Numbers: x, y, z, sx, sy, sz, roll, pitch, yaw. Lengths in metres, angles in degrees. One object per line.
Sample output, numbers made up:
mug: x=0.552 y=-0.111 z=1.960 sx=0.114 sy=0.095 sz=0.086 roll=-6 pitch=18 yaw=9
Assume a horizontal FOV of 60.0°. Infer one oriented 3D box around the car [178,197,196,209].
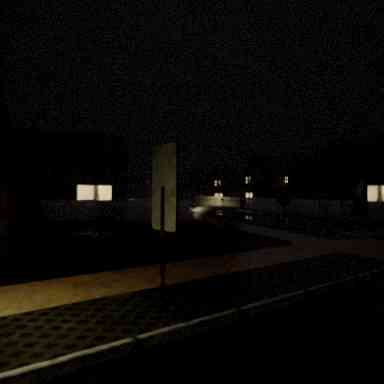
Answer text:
car: x=-1.008 y=1.488 z=43.823 sx=1.837 sy=1.490 sz=4.892 roll=1 pitch=0 yaw=-22
